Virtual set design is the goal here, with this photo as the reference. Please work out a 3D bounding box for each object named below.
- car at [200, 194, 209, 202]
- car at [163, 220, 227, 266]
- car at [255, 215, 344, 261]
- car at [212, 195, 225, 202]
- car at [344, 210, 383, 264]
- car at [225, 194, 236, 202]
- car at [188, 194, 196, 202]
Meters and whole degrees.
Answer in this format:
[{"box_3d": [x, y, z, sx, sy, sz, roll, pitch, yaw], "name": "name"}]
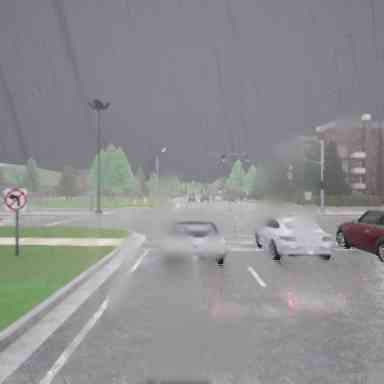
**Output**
[{"box_3d": [3.465, 1.630, 88.748, 2.150, 2.045, 5.566, 0, 0, 0], "name": "car"}, {"box_3d": [0.088, 1.656, 11.792, 1.895, 1.301, 4.718, 0, 0, 0], "name": "car"}, {"box_3d": [3.589, 1.583, 12.331, 1.812, 1.442, 4.674, 0, 0, 0], "name": "car"}, {"box_3d": [6.965, 1.931, 89.136, 1.812, 1.442, 4.674, 0, 0, 0], "name": "car"}, {"box_3d": [7.087, 1.408, 12.085, 2.097, 1.767, 4.553, 0, 0, 0], "name": "car"}, {"box_3d": [10.465, 2.002, 89.168, 1.895, 1.301, 4.718, 0, 0, 0], "name": "car"}, {"box_3d": [-0.035, 1.883, 88.715, 1.882, 1.535, 5.008, 0, 0, 0], "name": "car"}]
